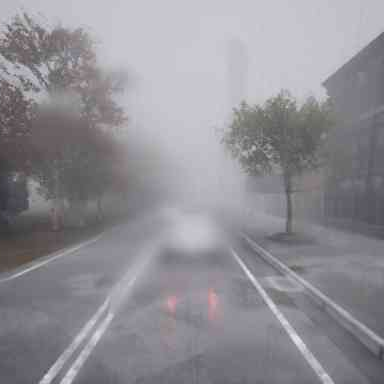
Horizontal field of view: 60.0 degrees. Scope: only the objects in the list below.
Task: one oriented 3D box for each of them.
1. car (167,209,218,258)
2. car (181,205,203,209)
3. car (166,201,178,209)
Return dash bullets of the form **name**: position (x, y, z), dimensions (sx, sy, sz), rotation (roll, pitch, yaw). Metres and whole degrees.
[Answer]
- **car**: position (0.037, 1.643, 13.266), dimensions (1.812, 1.442, 4.674), rotation (0, 0, 1)
- **car**: position (0.021, 1.810, 28.262), dimensions (1.812, 1.442, 4.674), rotation (0, 0, 1)
- **car**: position (-3.364, 2.208, 57.532), dimensions (1.895, 1.301, 4.718), rotation (0, -1, 1)
